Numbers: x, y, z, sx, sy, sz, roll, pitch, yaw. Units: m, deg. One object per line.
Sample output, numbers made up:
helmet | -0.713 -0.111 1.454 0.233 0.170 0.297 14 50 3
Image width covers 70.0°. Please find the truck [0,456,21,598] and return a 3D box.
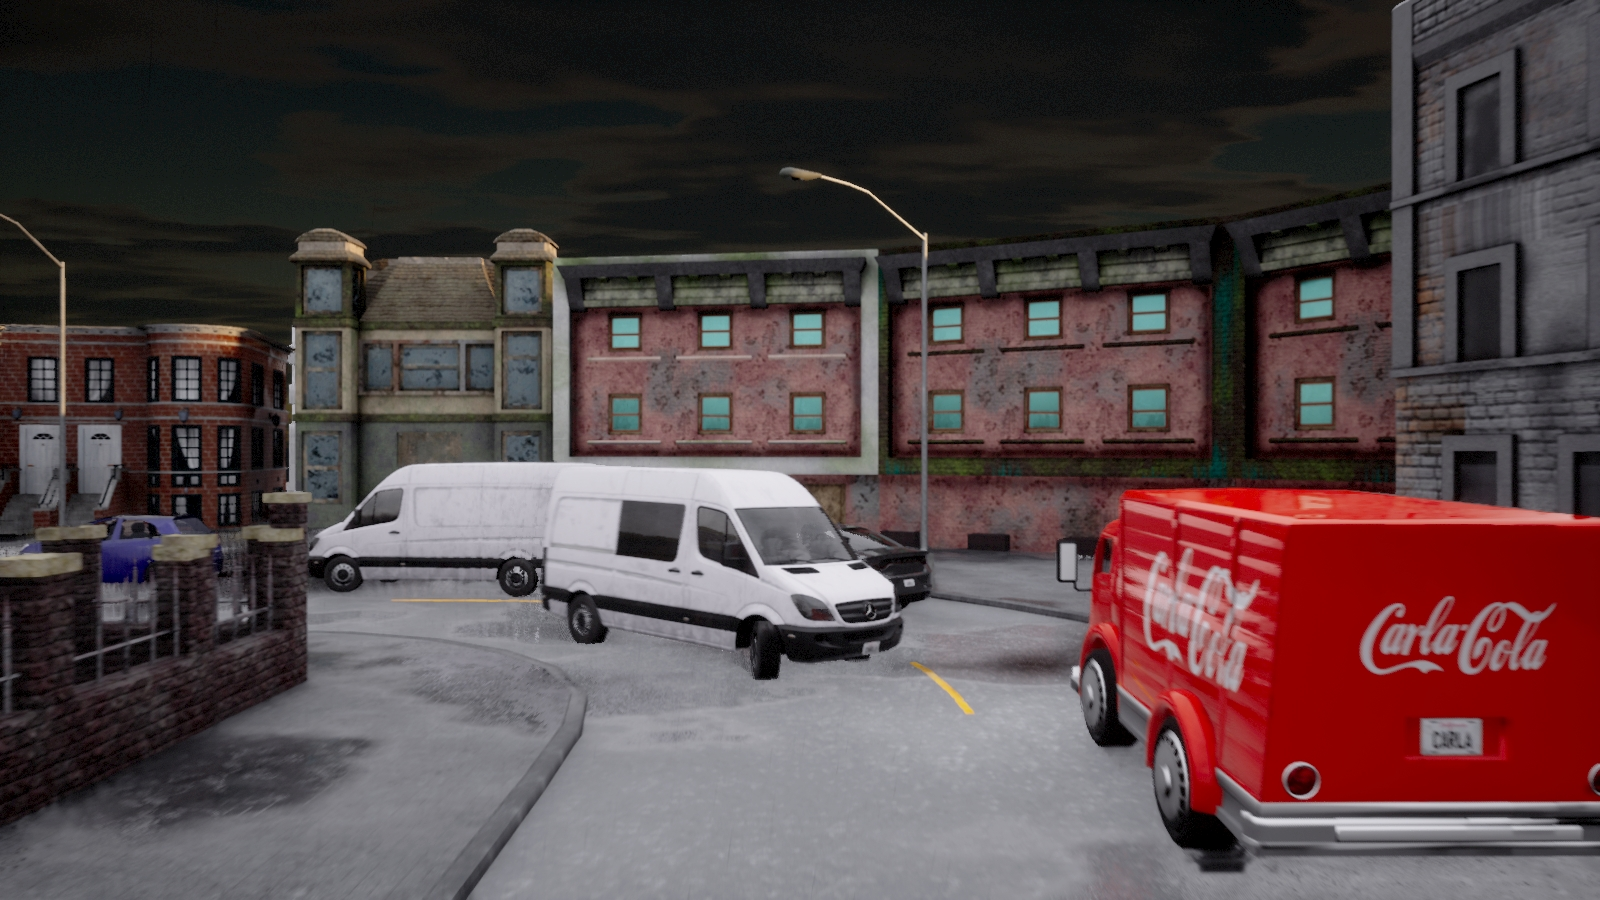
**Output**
truck | -16.538 1.351 19.110 5.204 2.467 2.627 0 0 0

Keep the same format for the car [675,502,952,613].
car | 0.109 1.816 20.600 2.097 1.535 5.006 0 0 -43

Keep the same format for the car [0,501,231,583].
car | -13.752 1.818 23.040 3.633 1.501 1.845 0 0 0

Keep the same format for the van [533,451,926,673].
van | -1.218 1.316 15.960 5.915 2.561 1.988 0 -1 44

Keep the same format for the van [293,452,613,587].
van | -6.946 1.315 23.085 5.915 2.561 1.988 0 0 10

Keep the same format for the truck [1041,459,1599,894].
truck | 3.853 1.355 9.316 2.627 2.467 5.204 0 1 -1
